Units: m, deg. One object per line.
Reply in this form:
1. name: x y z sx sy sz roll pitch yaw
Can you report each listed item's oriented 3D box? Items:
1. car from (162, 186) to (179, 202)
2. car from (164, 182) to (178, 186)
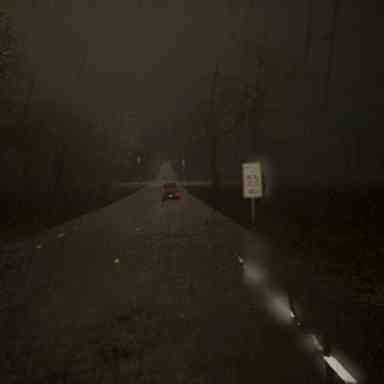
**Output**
1. car: -2.519 0.332 39.468 1.994 1.385 4.181 -3 2 -3
2. car: -3.203 -0.384 48.712 2.150 2.045 5.566 -3 3 -4
